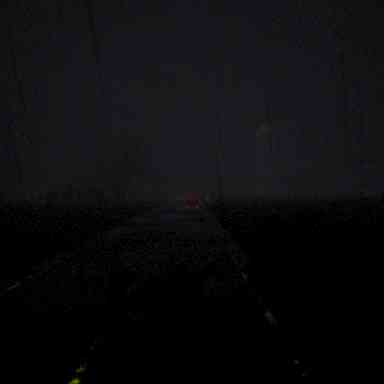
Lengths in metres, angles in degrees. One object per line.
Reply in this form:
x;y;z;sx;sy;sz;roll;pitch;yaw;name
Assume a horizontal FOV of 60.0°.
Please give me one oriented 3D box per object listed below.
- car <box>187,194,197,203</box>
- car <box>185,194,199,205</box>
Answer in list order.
-0.003;1.077;60.547;1.882;1.535;5.008;0;0;0;car
-0.003;1.139;50.124;1.882;1.535;5.008;0;0;0;car
